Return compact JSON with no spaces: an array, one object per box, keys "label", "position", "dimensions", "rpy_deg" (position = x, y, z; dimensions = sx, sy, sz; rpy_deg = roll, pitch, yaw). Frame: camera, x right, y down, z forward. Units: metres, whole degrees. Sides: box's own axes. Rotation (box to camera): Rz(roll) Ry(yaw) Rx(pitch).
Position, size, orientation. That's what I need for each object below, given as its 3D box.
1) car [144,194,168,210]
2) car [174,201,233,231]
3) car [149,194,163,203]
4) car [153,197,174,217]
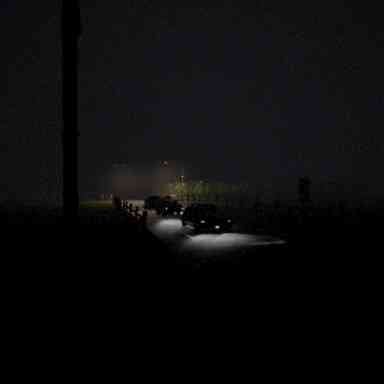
[{"label":"car","position":[-4.496,1.250,39.337],"dimensions":[1.882,1.535,5.008],"rpy_deg":[0,0,-15]},{"label":"car","position":[0.638,1.403,19.653],"dimensions":[2.033,1.411,5.357],"rpy_deg":[0,0,-15]},{"label":"car","position":[-6.735,1.151,62.476],"dimensions":[1.882,1.535,5.008],"rpy_deg":[0,0,-15]},{"label":"car","position":[-1.904,1.414,29.378],"dimensions":[1.895,1.301,4.718],"rpy_deg":[0,0,-15]}]
